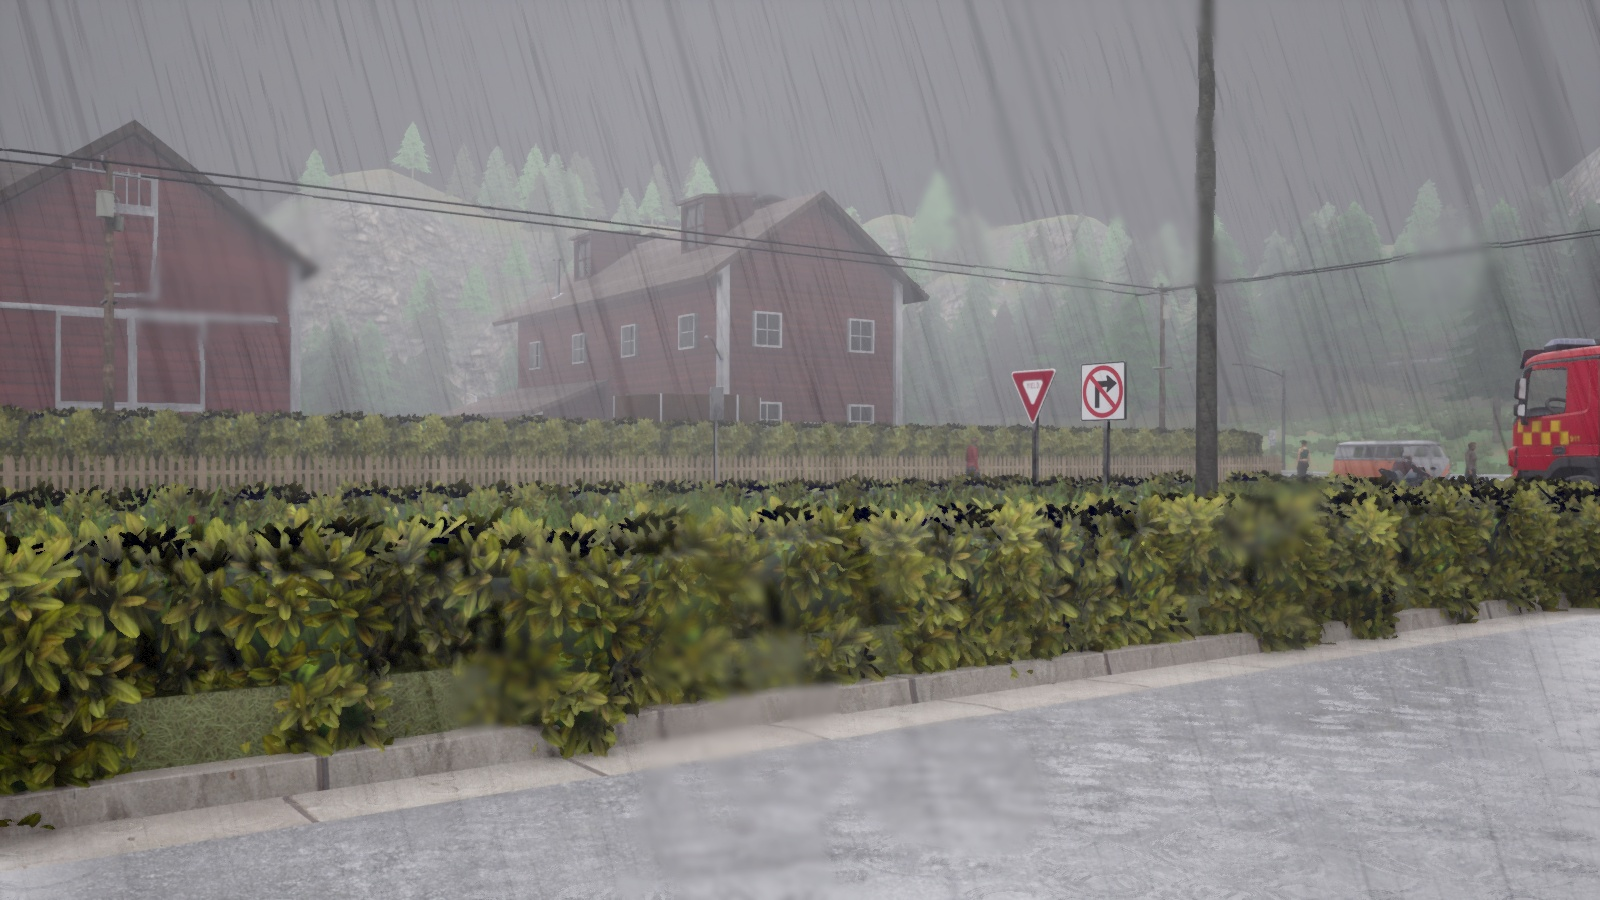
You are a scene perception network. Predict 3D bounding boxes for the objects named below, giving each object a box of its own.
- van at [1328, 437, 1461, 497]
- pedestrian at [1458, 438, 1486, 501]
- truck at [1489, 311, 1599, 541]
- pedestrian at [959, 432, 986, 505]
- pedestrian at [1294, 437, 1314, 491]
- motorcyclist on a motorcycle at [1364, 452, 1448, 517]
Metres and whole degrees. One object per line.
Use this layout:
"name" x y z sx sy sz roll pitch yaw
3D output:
"van" 20.633 0.562 43.817 1.775 1.987 4.442 0 0 -14
"pedestrian" 19.891 0.579 37.171 0.331 1.846 0.634 0 0 -33
"truck" 14.950 -0.404 19.452 2.891 3.827 8.468 0 0 -9
"pedestrian" 4.436 0.470 32.267 0.636 1.846 0.331 0 0 -33
"pedestrian" 17.416 0.472 43.405 0.345 1.836 0.594 0 0 -12
"motorcyclist on a motorcycle" 14.829 0.823 30.718 2.191 1.530 0.866 0 0 -35
